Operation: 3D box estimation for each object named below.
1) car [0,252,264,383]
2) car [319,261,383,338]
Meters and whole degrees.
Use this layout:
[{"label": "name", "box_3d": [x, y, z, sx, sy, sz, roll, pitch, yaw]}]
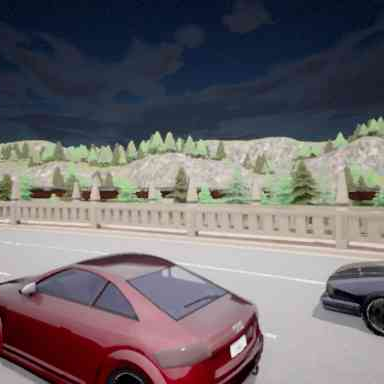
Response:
[{"label": "car", "box_3d": [-1.186, 1.554, 4.543, 4.181, 1.385, 1.994, 0, 0, 34]}, {"label": "car", "box_3d": [4.789, 1.516, 4.772, 5.357, 1.411, 2.033, 0, 0, 36]}]
